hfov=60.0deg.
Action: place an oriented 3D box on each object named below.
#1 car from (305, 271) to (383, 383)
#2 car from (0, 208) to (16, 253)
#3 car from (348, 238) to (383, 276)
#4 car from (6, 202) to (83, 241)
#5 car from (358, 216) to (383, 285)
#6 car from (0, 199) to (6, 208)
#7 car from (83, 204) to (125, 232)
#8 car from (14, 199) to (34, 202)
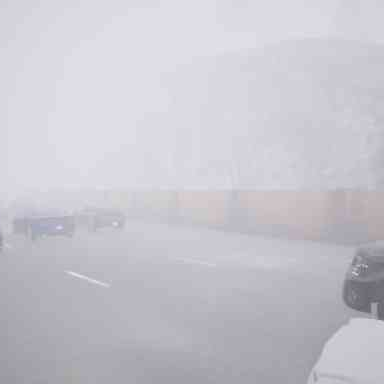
[{"bbox_3d":[3.094,1.610,1.845,4.718,1.301,1.895,0,0,35],"label":"car"},{"bbox_3d":[-8.549,1.467,12.525,2.128,1.511,4.902,0,0,-42],"label":"car"},{"bbox_3d":[5.199,1.238,4.649,5.566,2.045,2.150,0,0,35],"label":"car"},{"bbox_3d":[-7.522,1.456,16.631,1.882,1.535,5.008,0,-1,-41],"label":"car"},{"bbox_3d":[6.800,1.513,7.842,4.902,1.511,2.128,0,0,35],"label":"car"},{"bbox_3d":[-16.839,1.302,27.598,2.097,1.767,4.553,0,0,-40],"label":"car"},{"bbox_3d":[-5.793,1.487,19.995,1.837,1.490,4.892,0,0,-41],"label":"car"},{"bbox_3d":[-16.738,1.441,32.909,2.128,1.511,4.902,0,0,-40],"label":"car"}]
